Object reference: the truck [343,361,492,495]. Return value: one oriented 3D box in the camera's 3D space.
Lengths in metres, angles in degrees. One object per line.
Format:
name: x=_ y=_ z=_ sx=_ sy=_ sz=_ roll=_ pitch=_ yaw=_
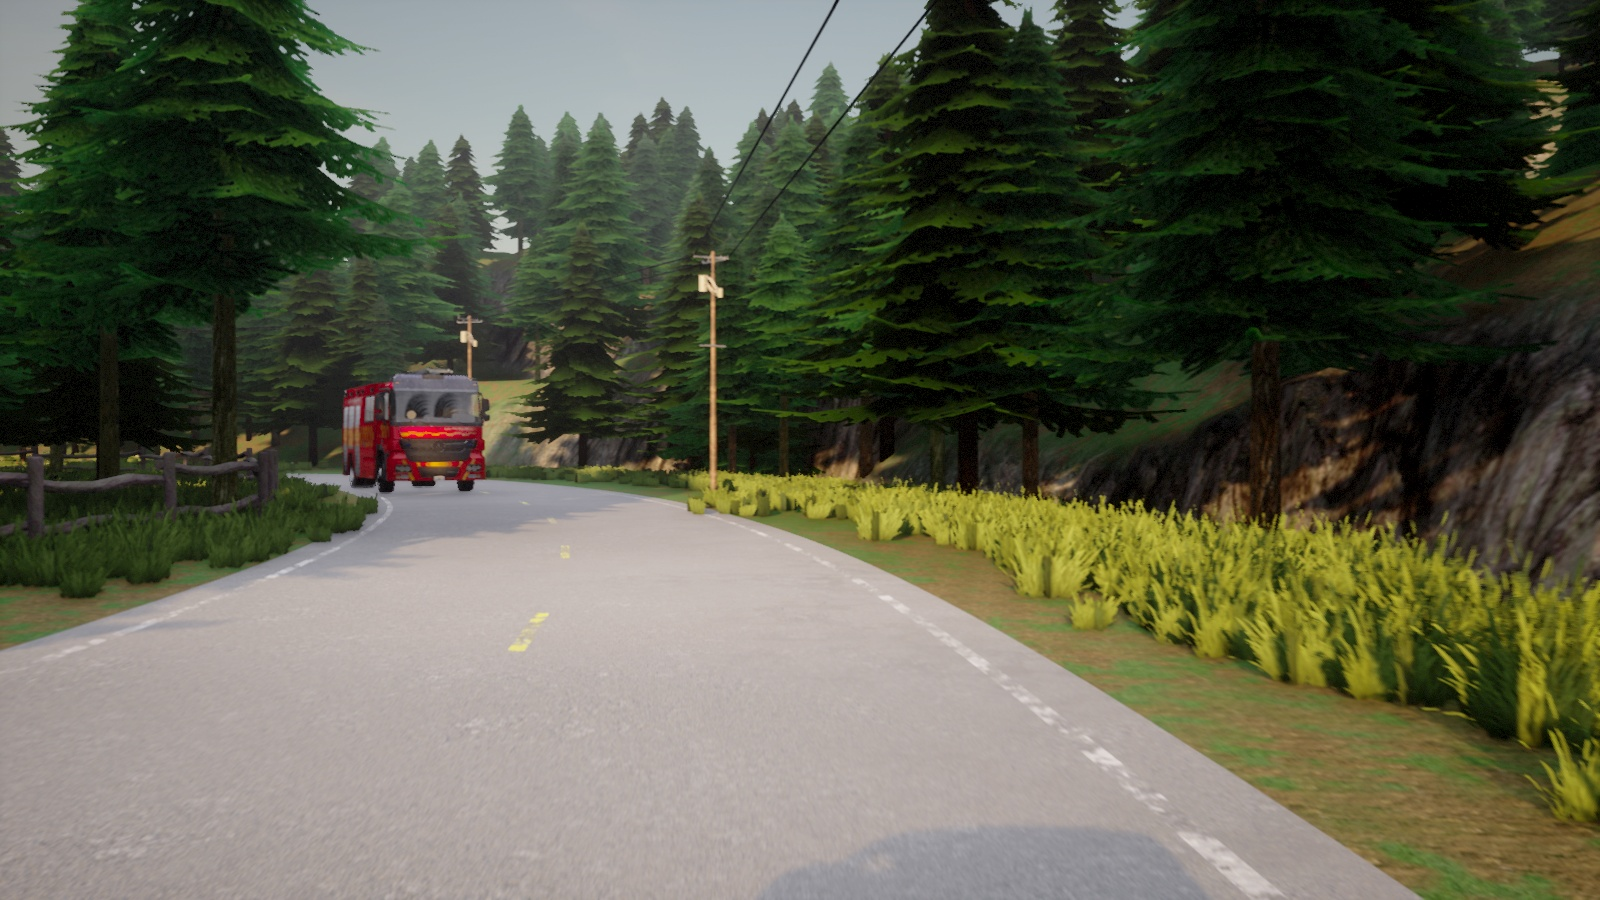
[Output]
truck: x=-12.473 y=-0.649 z=40.340 sx=2.891 sy=3.827 sz=8.468 roll=0 pitch=0 yaw=-29
